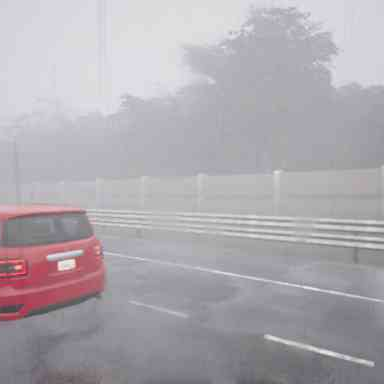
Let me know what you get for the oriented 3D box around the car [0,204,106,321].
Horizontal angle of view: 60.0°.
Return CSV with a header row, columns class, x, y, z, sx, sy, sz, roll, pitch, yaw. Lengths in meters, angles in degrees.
class,x,y,z,sx,sy,sz,roll,pitch,yaw
car,-4.175,1.272,6.853,5.566,2.045,2.150,-1,0,36
